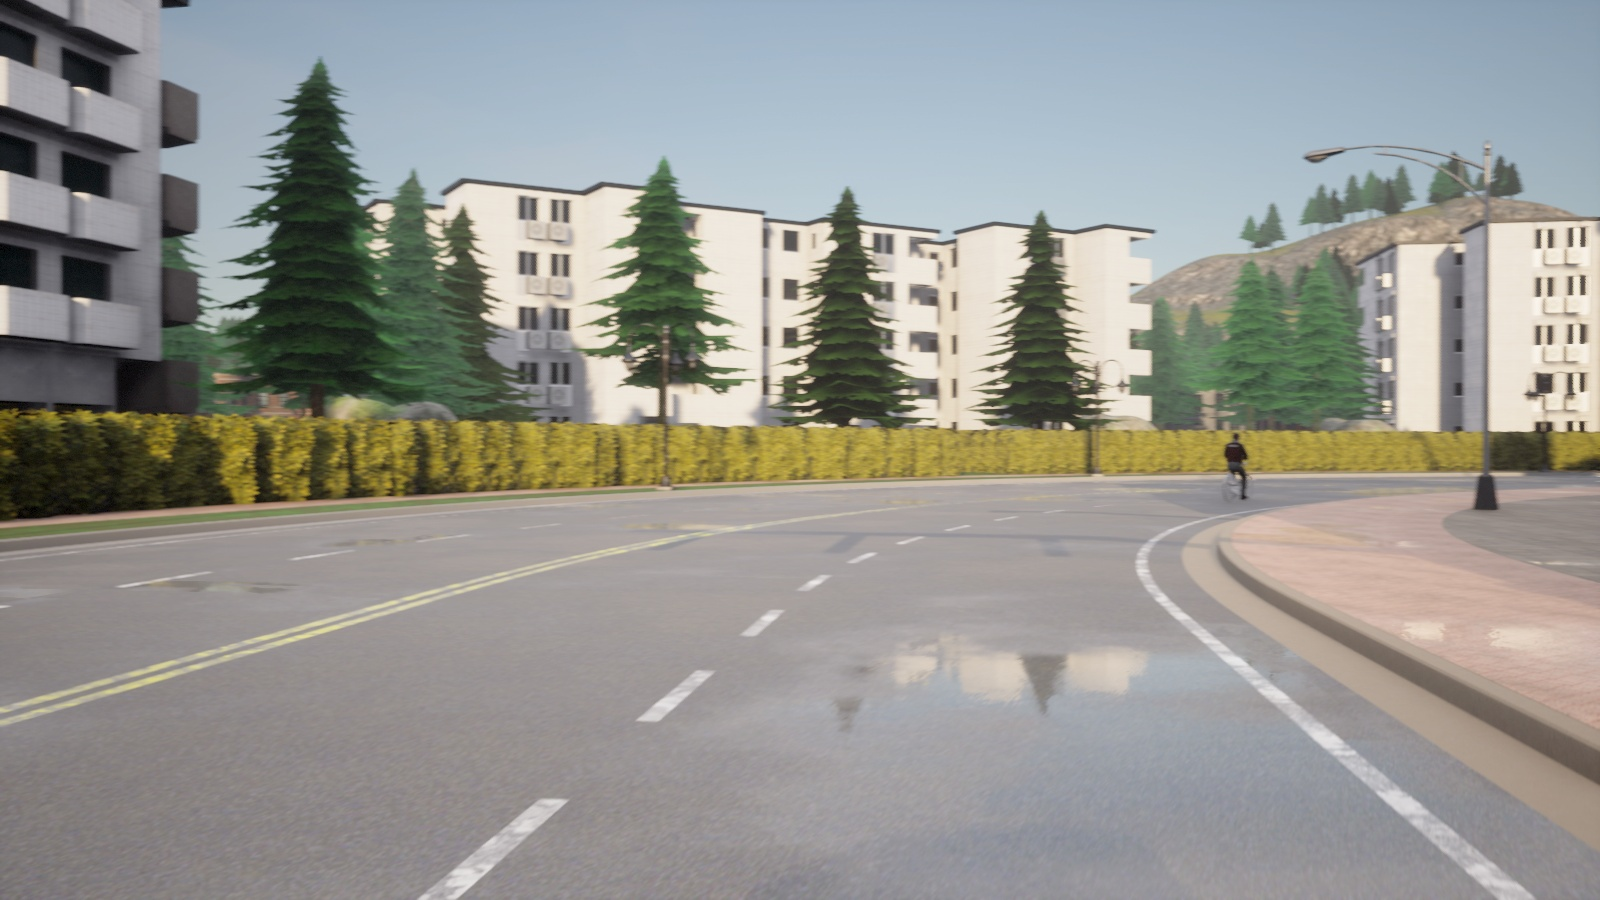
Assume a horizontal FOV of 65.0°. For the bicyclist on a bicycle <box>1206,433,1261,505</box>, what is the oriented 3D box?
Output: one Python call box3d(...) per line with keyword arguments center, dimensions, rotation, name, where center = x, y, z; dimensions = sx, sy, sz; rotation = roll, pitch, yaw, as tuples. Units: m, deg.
box3d(center=(10.967, 0.462, 31.742), dimensions=(0.659, 1.776, 1.843), rotation=(1, 1, 41), name="bicyclist on a bicycle")
